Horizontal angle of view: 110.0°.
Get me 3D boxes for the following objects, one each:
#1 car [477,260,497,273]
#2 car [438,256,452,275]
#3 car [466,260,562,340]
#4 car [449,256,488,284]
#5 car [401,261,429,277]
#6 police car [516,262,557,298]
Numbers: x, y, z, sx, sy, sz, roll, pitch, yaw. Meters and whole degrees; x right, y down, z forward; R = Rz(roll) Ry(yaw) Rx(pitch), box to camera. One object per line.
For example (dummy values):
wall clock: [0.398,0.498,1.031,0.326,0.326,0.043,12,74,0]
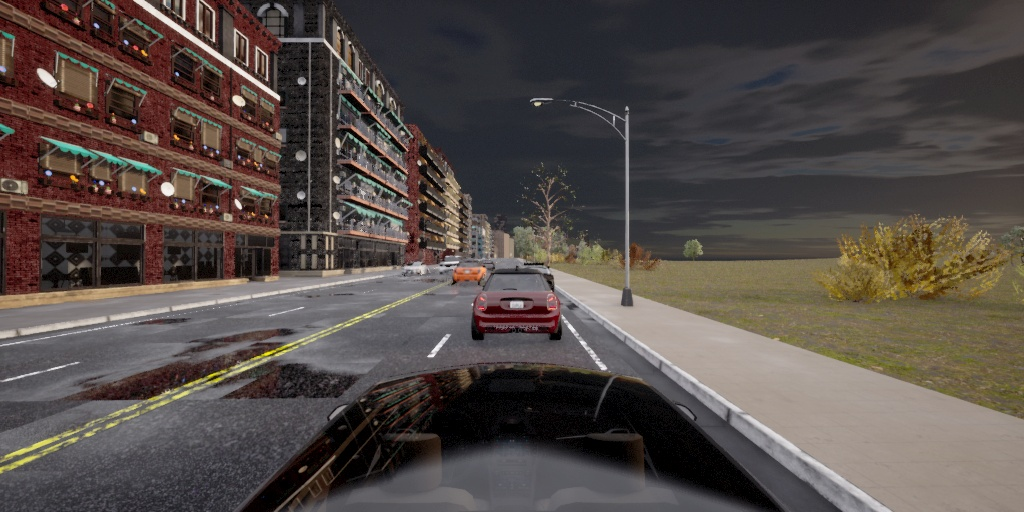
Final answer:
car: [-3.050,1.241,44.952,2.128,1.511,4.902,0,0,0]
car: [-6.514,0.973,39.303,2.150,2.045,5.566,0,0,0]
car: [0.114,1.103,10.096,2.097,1.767,4.553,0,0,0]
car: [-3.089,1.105,26.847,2.097,1.767,4.553,0,0,0]
car: [-9.771,1.277,36.444,1.812,1.442,4.674,0,0,0]
police car: [1.177,1.177,19.592,1.930,1.638,5.238,0,0,0]
